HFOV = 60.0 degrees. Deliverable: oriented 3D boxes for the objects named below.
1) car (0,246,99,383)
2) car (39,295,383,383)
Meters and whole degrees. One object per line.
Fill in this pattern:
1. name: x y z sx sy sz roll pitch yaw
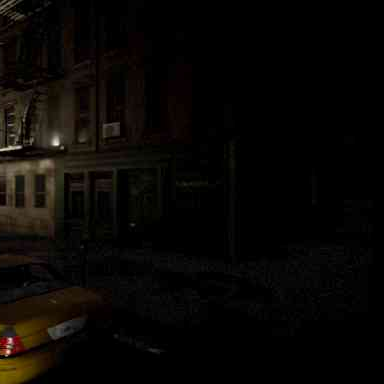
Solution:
1. car: -3.301 1.525 5.165 4.829 1.417 1.752 0 0 35
2. car: 1.244 1.566 1.923 4.313 1.339 1.947 0 0 35
